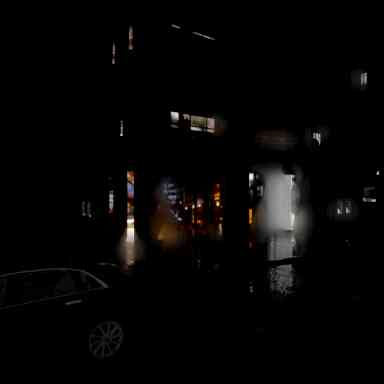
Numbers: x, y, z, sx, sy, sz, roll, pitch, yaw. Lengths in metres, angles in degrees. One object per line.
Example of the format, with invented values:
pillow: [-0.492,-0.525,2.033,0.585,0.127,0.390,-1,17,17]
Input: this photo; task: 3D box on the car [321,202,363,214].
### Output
car: [17.800,1.843,39.700,1.802,1.307,4.206,-1,0,-35]

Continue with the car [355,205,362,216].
car: [15.074,1.780,34.145,1.994,1.385,4.181,0,-1,-35]

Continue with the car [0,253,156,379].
car: [-2.593,1.551,4.249,4.403,1.369,2.008,0,0,-35]
